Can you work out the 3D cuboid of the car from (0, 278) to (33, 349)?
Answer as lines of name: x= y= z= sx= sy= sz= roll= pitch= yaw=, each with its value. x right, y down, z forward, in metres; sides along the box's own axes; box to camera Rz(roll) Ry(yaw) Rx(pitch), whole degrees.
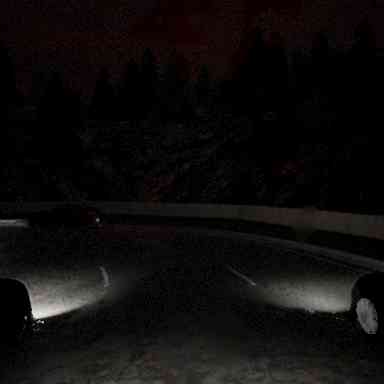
car: x=-3.486 y=1.562 z=3.623 sx=1.994 sy=1.385 sz=4.181 roll=0 pitch=0 yaw=-2

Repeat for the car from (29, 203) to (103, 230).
car: x=-7.979 y=1.476 z=20.906 sx=4.902 sy=1.511 sz=2.128 roll=0 pitch=0 yaw=20

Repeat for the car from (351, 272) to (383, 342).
car: x=3.567 y=1.499 z=3.585 sx=1.837 sy=1.490 sz=4.892 roll=0 pitch=-1 yaw=-1
